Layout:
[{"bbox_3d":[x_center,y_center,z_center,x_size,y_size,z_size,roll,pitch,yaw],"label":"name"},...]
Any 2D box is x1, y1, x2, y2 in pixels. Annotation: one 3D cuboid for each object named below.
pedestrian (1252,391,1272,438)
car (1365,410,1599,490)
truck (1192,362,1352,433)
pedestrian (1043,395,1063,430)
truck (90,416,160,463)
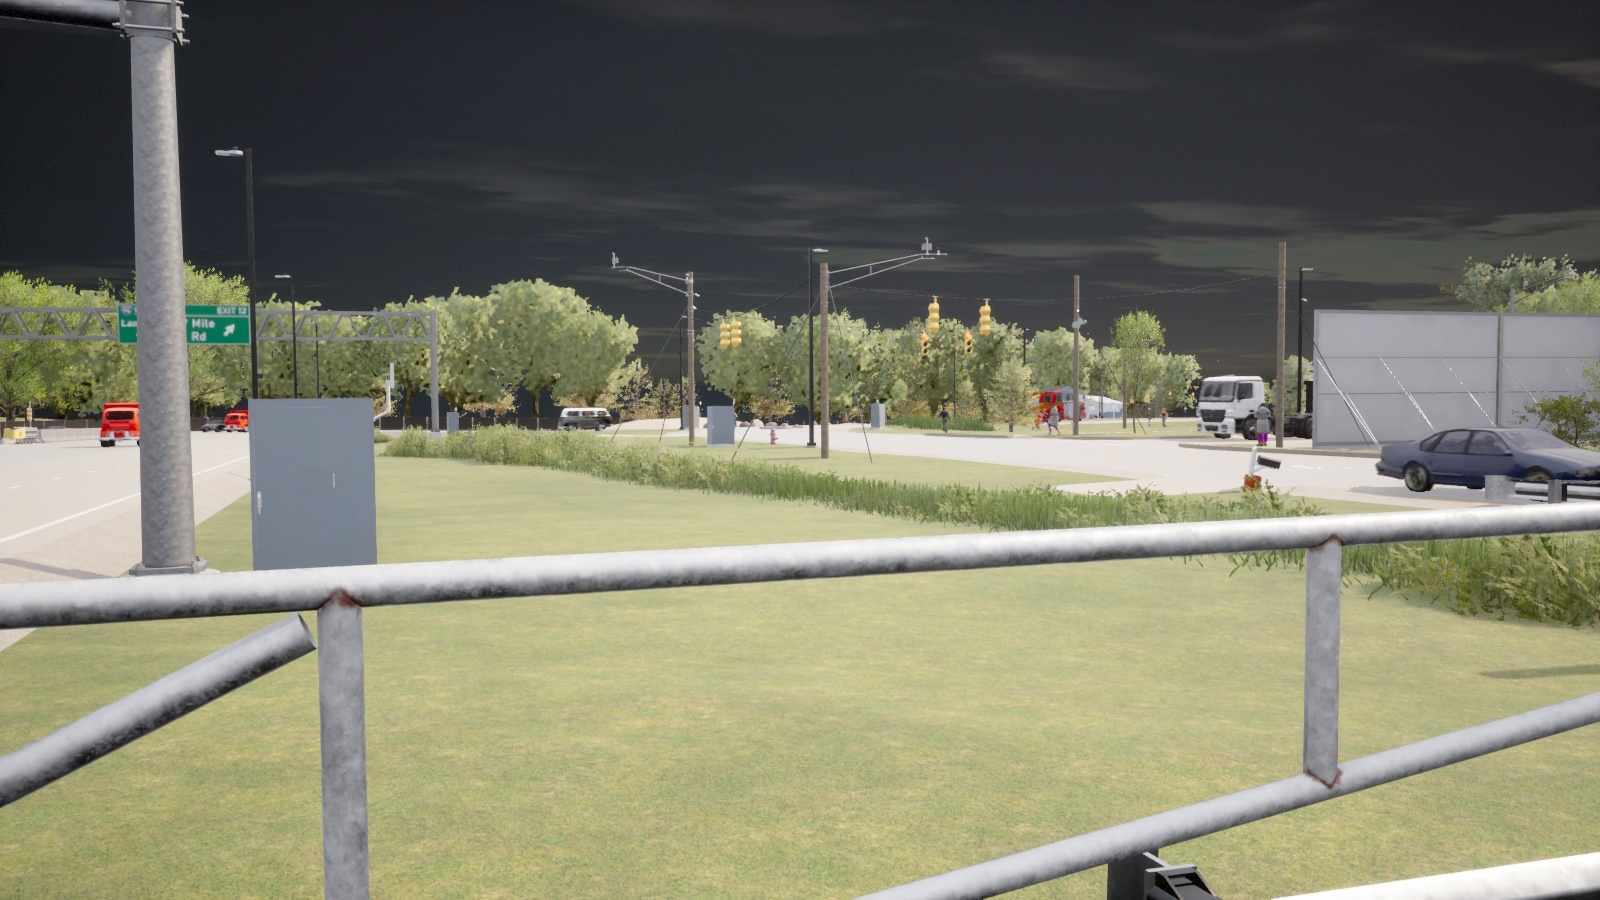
[{"bbox_3d":[19.958,-1.535,54.189,0.659,1.952,0.873,0,4,30],"label":"pedestrian"},{"bbox_3d":[14.464,-0.079,25.841,2.033,1.411,5.357,-3,2,-19],"label":"car"},{"bbox_3d":[25.197,-2.847,67.019,7.936,3.462,2.891,-3,3,-19],"label":"truck"},{"bbox_3d":[14.523,-2.134,71.978,0.873,1.952,0.659,-3,3,-20],"label":"pedestrian"},{"bbox_3d":[-38.120,-0.598,71.098,2.627,2.467,5.204,-3,2,-19],"label":"truck"}]
